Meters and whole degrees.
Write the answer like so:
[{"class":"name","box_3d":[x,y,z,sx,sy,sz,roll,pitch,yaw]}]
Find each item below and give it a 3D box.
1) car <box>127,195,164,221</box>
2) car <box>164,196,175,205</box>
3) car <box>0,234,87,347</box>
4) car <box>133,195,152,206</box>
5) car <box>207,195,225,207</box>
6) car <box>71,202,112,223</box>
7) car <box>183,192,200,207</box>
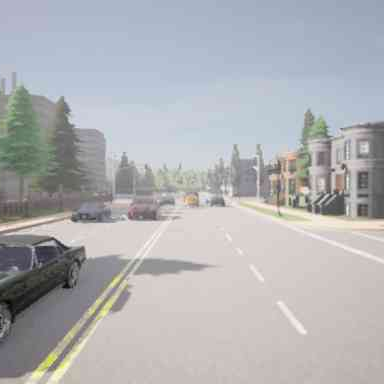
[{"class":"car","box_3d":[-3.595,1.190,25.645,2.097,1.767,4.553,0,0,0]},{"class":"car","box_3d":[-3.504,1.256,48.940,1.994,1.385,4.181,0,0,0]},{"class":"car","box_3d":[-3.600,1.561,6.240,1.895,1.301,4.718,0,0,0]},{"class":"car","box_3d":[-7.013,1.176,47.708,1.882,1.535,5.008,0,0,0]},{"class":"car","box_3d":[3.502,1.216,45.746,1.837,1.490,4.892,0,0,0]},{"class":"car","box_3d":[-7.097,1.413,23.834,1.994,1.385,4.181,0,0,0]},{"class":"car","box_3d":[0.002,1.192,45.217,1.882,1.535,5.008,0,0,0]}]
